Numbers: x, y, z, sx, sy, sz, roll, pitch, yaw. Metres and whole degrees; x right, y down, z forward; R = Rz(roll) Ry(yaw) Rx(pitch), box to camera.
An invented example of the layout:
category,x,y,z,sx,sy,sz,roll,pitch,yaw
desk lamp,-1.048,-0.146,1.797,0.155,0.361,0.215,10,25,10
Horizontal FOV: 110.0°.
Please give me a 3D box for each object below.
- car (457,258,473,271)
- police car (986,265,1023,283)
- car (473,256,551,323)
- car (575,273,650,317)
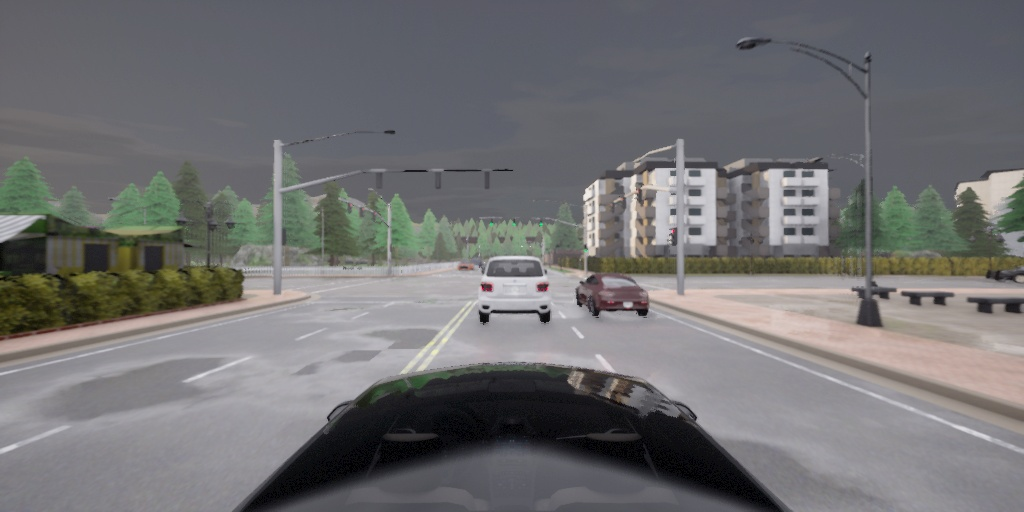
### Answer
category,x,y,z,sx,sy,sz,roll,pitch,yaw
car,-7.067,1.416,54.959,2.097,1.767,4.553,0,0,0
police car,41.742,1.333,28.533,5.238,1.638,1.930,0,0,21
car,0.080,1.035,12.487,2.150,2.045,5.566,0,0,0
car,3.583,1.345,13.357,1.812,1.442,4.674,0,0,0
